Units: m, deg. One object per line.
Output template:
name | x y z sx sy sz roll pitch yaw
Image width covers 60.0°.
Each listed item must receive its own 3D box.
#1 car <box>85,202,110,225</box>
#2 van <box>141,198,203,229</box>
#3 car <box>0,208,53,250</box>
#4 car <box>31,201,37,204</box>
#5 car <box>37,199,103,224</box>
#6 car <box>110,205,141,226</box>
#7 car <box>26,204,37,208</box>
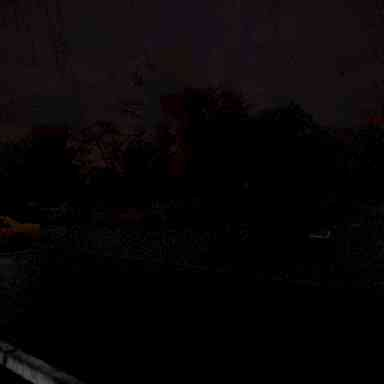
car | -5.387 1.777 26.361 1.946 1.575 5.366 -2 -1 35
van | -1.096 1.434 22.989 1.878 1.987 4.442 -1 -1 35
car | -8.698 1.654 13.252 1.946 1.575 5.366 -1 -1 35
car | -14.684 1.862 32.578 2.435 2.045 5.566 -2 -1 35
car | -10.197 1.682 29.468 2.435 2.045 5.566 -2 -1 35
car | -3.208 1.715 24.835 1.946 1.575 5.366 -1 -1 35
car | -12.472 2.025 31.072 2.231 1.521 4.892 -2 -1 35
